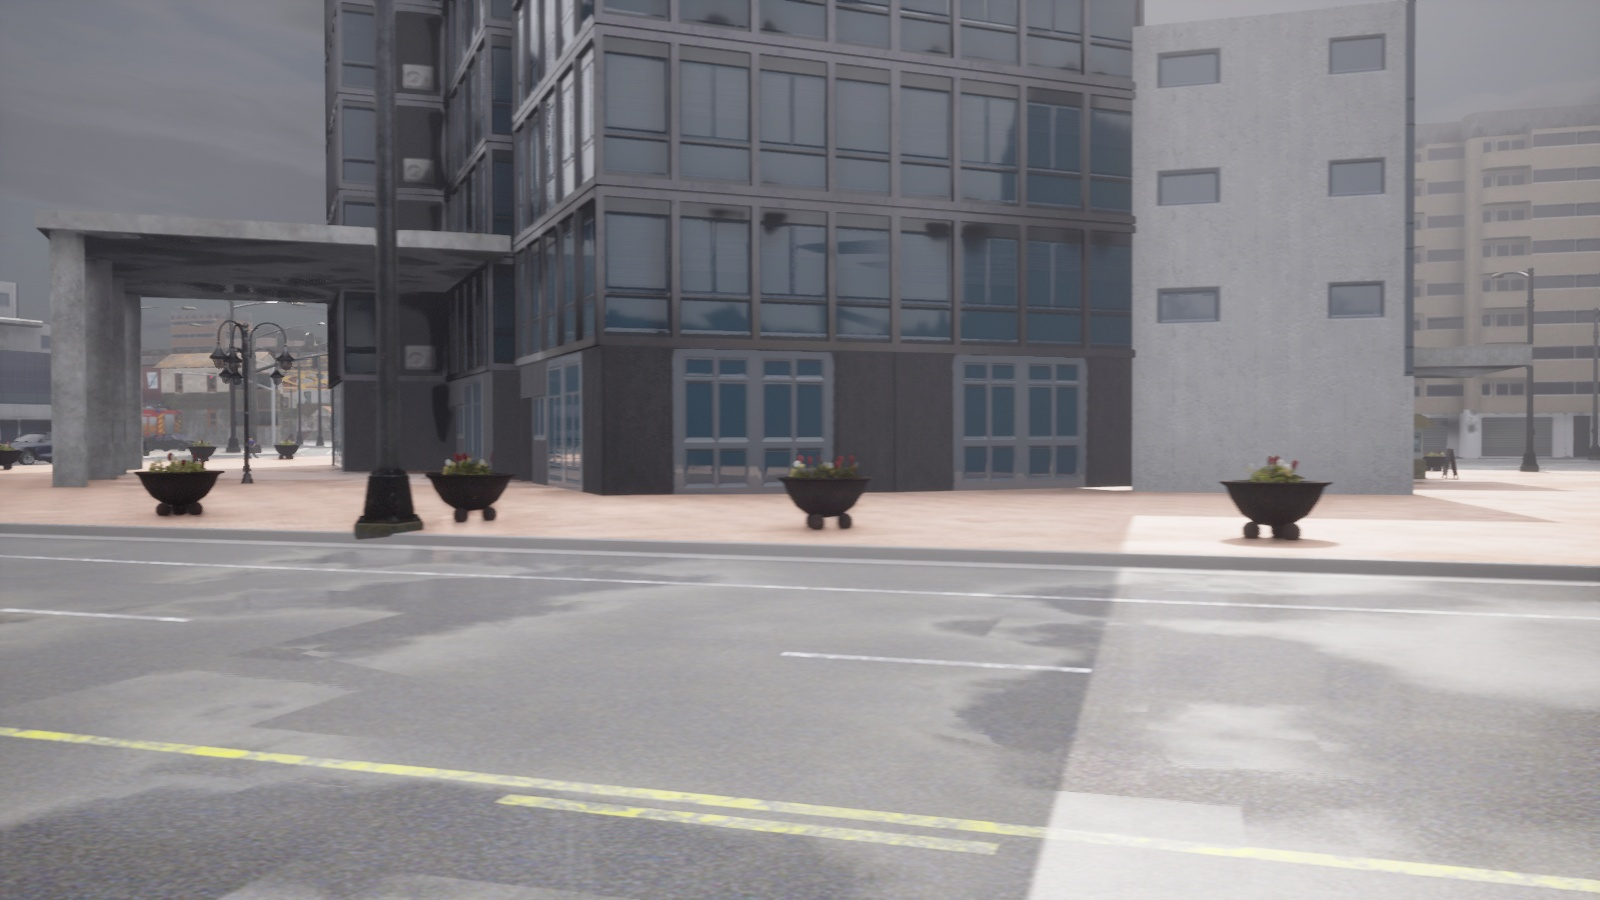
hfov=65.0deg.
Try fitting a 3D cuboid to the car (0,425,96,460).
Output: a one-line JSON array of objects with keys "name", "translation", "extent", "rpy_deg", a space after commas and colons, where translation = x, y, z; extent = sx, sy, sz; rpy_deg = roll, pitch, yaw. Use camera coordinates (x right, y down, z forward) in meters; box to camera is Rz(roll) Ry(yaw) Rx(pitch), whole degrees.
[{"name": "car", "translation": [-37.432, -0.389, 61.698], "extent": [2.033, 1.649, 4.856], "rpy_deg": [1, 1, 18]}]
